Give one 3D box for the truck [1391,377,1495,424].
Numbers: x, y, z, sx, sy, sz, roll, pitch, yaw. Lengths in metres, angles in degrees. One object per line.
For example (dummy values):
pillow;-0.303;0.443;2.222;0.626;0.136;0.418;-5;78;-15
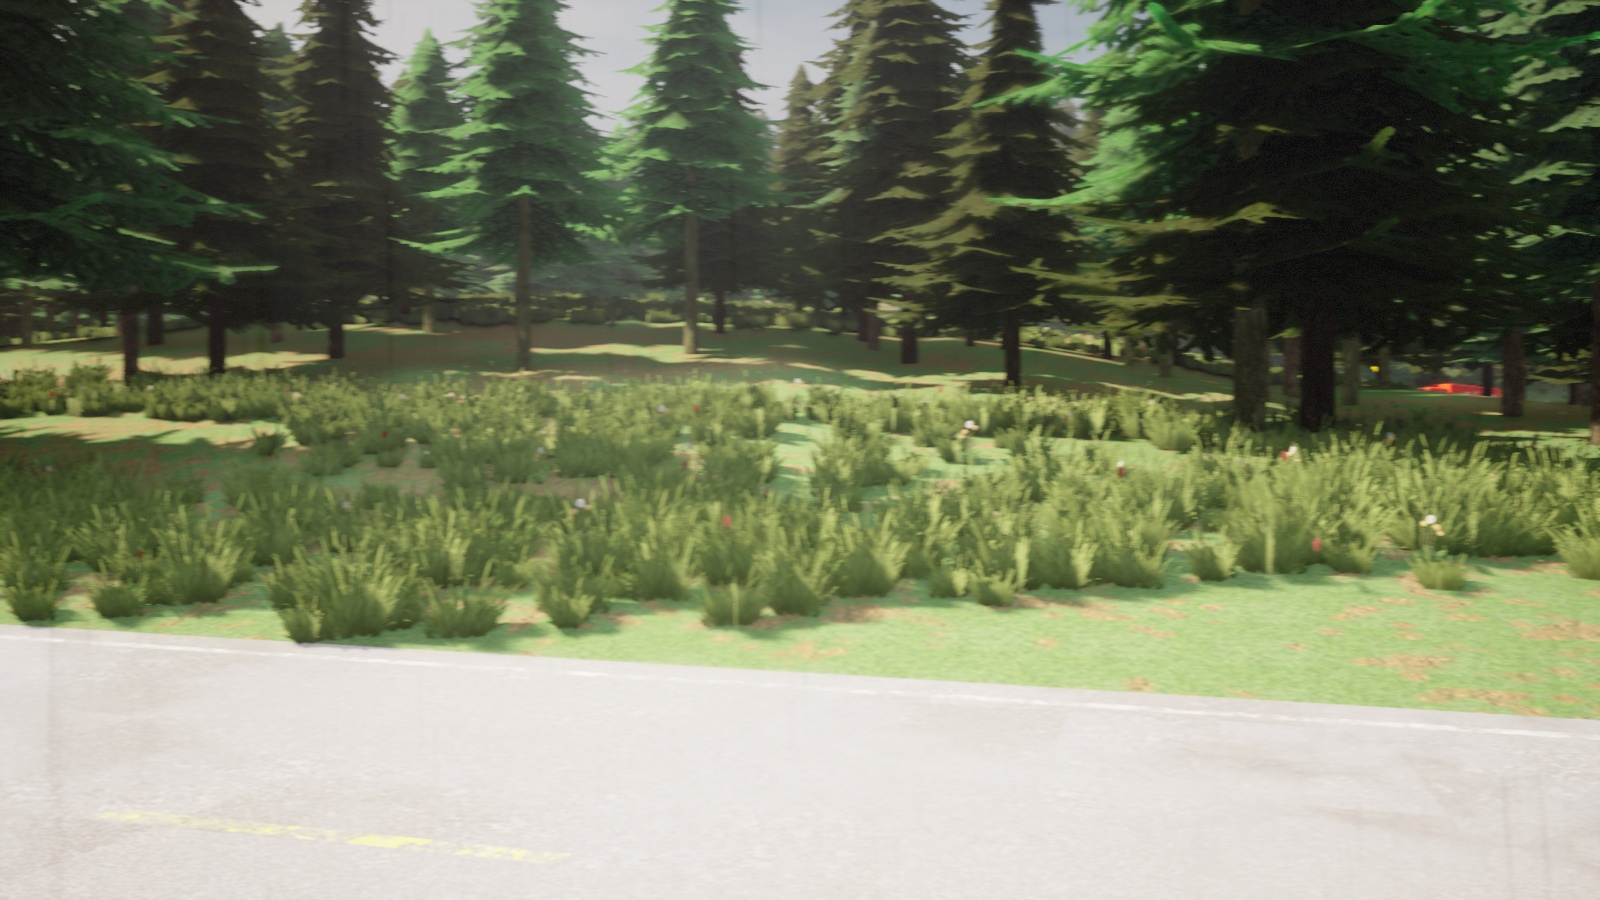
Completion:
truck;41.015;-3.108;80.171;5.204;2.467;2.627;5;-1;-8
